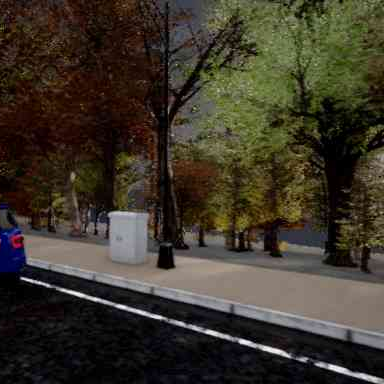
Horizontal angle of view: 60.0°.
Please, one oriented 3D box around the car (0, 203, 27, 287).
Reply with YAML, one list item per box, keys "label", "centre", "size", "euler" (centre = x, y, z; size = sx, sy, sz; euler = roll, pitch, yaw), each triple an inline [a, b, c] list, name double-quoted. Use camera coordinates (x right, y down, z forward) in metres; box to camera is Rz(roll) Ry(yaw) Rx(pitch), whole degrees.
- label: "car"
  centre: [-6.320, 1.248, 8.201]
  size: [5.566, 2.045, 2.150]
  euler: [0, 0, 36]
